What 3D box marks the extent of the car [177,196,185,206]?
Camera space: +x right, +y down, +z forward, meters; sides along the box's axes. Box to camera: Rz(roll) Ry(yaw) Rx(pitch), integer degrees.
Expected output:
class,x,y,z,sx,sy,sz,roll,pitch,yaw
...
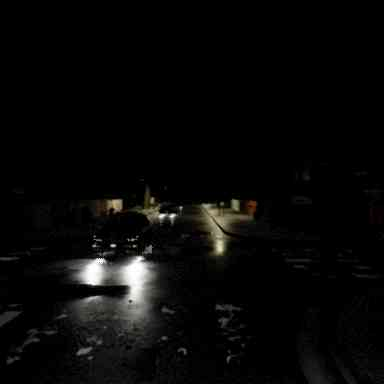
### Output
class,x,y,z,sx,sy,sz,roll,pitch,yaw
car,-2.804,1.862,63.428,1.837,1.490,4.892,0,0,0

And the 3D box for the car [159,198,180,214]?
class,x,y,z,sx,sy,sz,roll,pitch,yaw
car,-2.783,1.796,39.002,2.033,1.411,5.357,0,0,0

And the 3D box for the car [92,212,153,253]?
class,x,y,z,sx,sy,sz,roll,pitch,yaw
car,-2.760,1.637,14.052,1.837,1.490,4.892,0,0,0
